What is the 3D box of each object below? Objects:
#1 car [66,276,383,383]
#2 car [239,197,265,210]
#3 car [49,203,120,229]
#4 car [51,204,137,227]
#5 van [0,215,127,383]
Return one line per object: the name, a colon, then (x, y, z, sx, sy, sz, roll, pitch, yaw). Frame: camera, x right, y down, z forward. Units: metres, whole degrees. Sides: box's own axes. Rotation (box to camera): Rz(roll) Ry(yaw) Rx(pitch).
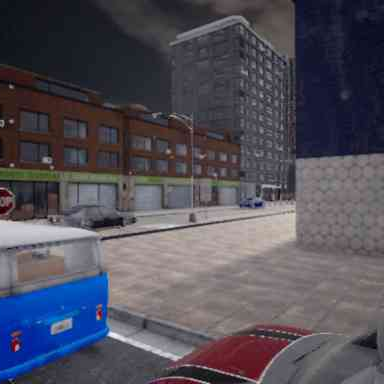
car: (1.424, 1.441, 1.800, 4.097, 1.590, 1.967, 0, 0, 35)
car: (7.812, 1.412, 43.137, 1.882, 1.535, 5.008, 0, 0, 36)
car: (-7.105, 1.523, 22.339, 1.994, 1.385, 4.181, 0, 0, 36)
car: (-5.637, 1.493, 19.216, 2.033, 1.411, 5.357, 0, 0, 35)
van: (-3.033, 1.334, 4.979, 3.998, 1.788, 1.690, 0, 0, 35)
